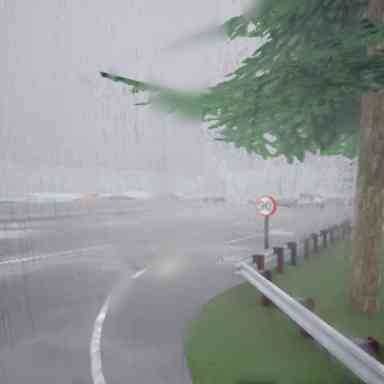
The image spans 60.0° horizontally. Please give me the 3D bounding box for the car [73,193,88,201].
[{"bbox_3d":[-15.065,0.917,48.895,1.882,1.535,5.008,1,1,36],"label":"car"}]

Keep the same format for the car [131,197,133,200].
[{"bbox_3d":[-10.942,1.043,48.616,2.033,1.411,5.357,1,1,36],"label":"car"}]

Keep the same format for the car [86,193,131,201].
[{"bbox_3d":[-9.638,1.192,38.545,1.994,1.385,4.181,1,1,36],"label":"car"}]

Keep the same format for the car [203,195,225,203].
[{"bbox_3d":[3.772,1.186,57.051,1.895,1.301,4.718,1,1,36],"label":"car"}]

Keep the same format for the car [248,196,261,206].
[{"bbox_3d":[9.965,1.320,47.671,2.033,1.411,5.357,1,1,36],"label":"car"}]

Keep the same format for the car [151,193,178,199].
[{"bbox_3d":[-4.361,0.976,57.775,1.837,1.490,4.892,1,2,36],"label":"car"}]

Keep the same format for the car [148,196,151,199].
[{"bbox_3d":[-5.835,0.958,61.665,2.033,1.411,5.357,1,1,36],"label":"car"}]

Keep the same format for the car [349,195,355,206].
[{"bbox_3d":[26.174,1.279,52.176,2.097,1.767,4.553,1,1,36],"label":"car"}]

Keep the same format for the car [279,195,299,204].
[{"bbox_3d":[16.571,1.315,56.843,1.994,1.385,4.181,1,1,36],"label":"car"}]

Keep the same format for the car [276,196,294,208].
[{"bbox_3d":[13.093,1.395,46.026,1.994,1.385,4.181,1,1,36],"label":"car"}]

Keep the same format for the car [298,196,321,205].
[{"bbox_3d":[19.445,1.358,54.844,2.033,1.411,5.357,1,1,36],"label":"car"}]

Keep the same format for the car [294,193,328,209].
[{"bbox_3d":[15.673,1.113,43.611,2.150,2.045,5.566,1,1,36],"label":"car"}]

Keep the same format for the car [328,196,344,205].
[{"bbox_3d":[23.329,1.345,54.219,1.882,1.535,5.008,1,1,36],"label":"car"}]
